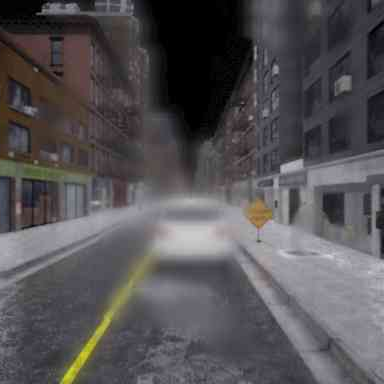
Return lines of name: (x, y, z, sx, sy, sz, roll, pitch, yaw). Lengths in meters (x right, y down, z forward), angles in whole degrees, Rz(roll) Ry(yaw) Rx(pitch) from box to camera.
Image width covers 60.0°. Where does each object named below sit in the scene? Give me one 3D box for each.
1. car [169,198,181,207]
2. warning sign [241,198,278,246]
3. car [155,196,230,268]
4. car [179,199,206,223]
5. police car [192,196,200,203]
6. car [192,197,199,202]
car: (-3.024, 1.790, 59.005, 1.837, 1.490, 4.892, 0, 0, 1)
warning sign: (2.721, 1.176, 13.613, 1.300, 1.860, 1.060, 0, 0, 0)
car: (0.036, 1.275, 11.555, 2.150, 2.045, 5.566, 0, 0, 1)
car: (0.053, 1.475, 27.625, 2.097, 1.767, 4.553, 0, 0, 0)
police car: (0.928, 1.880, 83.722, 1.930, 1.638, 5.238, 0, 0, 0)
car: (0.932, 2.056, 93.612, 1.812, 1.442, 4.674, 0, 0, 0)
